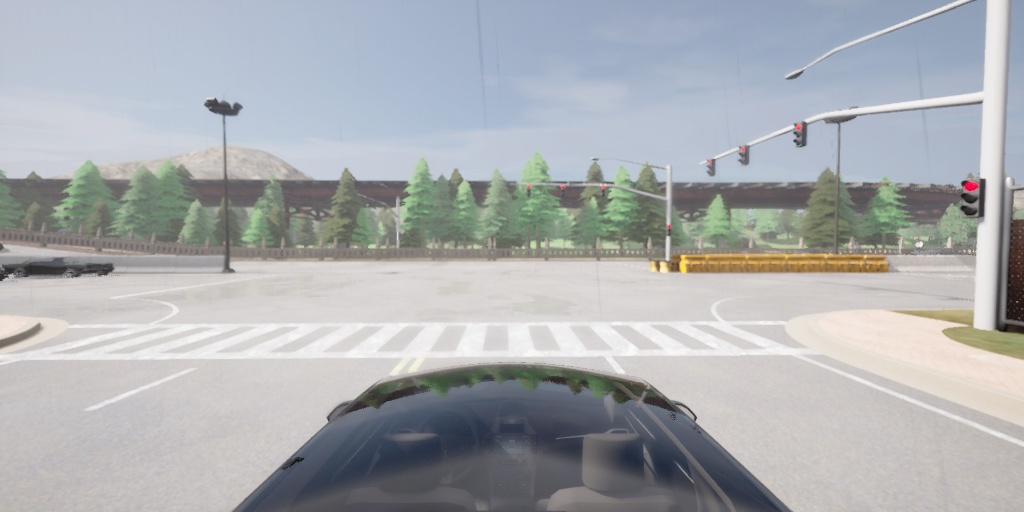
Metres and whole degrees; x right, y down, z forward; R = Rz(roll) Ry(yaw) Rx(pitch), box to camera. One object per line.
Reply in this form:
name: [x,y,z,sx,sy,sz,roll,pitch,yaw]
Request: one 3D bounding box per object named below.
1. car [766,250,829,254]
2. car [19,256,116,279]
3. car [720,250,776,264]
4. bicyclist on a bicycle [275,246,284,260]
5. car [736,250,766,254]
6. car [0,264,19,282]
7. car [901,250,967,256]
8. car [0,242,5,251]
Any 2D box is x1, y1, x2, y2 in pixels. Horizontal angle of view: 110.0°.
car: [25.156,0.273,30.736,5.008,1.535,1.882,0,2,-2]
car: [-27.494,0.670,21.917,4.718,1.301,1.895,0,2,-2]
car: [24.751,0.091,37.716,4.674,1.442,1.812,0,2,-2]
bicyclist on a bicycle: [-28.450,-0.347,43.860,0.582,1.620,1.656,0,2,-2]
car: [24.262,0.282,34.211,4.718,1.301,1.895,0,2,-2]
car: [-28.933,0.739,18.375,4.181,1.385,1.994,1,2,-2]
car: [40.869,0.143,34.700,5.008,1.535,1.882,0,2,-1]
car: [-53.085,-1.327,35.258,4.181,1.385,1.994,6,2,-2]
